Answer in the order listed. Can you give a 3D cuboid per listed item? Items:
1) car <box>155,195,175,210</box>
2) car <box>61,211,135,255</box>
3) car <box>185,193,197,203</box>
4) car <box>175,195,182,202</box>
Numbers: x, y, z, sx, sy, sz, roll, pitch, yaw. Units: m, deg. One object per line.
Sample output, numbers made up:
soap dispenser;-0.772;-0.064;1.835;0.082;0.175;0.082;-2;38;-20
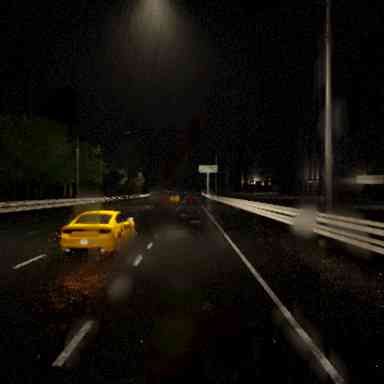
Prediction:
car;-3.583;1.473;42.925;1.882;1.535;5.008;0;0;0
car;-3.507;1.472;13.272;1.882;1.535;5.008;0;0;0
car;-0.109;1.466;67.398;1.882;1.535;5.008;0;0;0
car;-3.748;1.465;72.973;1.882;1.535;5.008;0;0;0
